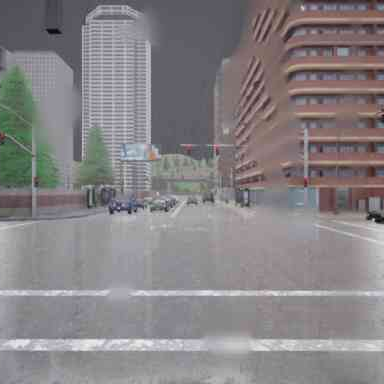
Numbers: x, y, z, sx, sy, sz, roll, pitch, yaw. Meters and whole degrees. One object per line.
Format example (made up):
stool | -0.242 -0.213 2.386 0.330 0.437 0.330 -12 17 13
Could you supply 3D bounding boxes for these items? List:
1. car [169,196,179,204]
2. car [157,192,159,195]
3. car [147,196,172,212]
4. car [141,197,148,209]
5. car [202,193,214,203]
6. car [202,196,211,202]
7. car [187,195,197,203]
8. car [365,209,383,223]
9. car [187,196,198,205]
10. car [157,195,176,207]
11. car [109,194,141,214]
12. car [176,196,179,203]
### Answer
car | -3.615 1.526 67.010 1.812 1.442 4.674 0 0 0
car | -7.134 1.352 64.775 2.097 1.767 4.553 0 0 0
car | -3.651 1.526 38.247 1.812 1.442 4.674 0 0 0
car | -7.163 1.547 45.437 2.033 1.411 5.357 0 0 0
car | 3.405 1.221 68.668 2.150 2.045 5.566 0 0 0
car | 3.391 1.576 78.236 1.895 1.301 4.718 0 0 0
car | 0.003 1.477 69.905 1.882 1.535 5.008 0 0 0
car | 15.000 1.492 23.239 5.357 1.411 2.033 0 0 -12
car | 0.022 1.547 59.639 2.033 1.411 5.357 0 0 -1
car | -3.658 1.526 47.343 1.812 1.442 4.674 0 0 0
car | -7.150 1.222 35.187 2.150 2.045 5.566 0 0 0
car | -3.663 1.547 57.054 2.033 1.411 5.357 0 0 0
